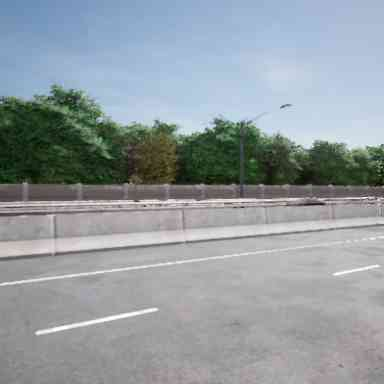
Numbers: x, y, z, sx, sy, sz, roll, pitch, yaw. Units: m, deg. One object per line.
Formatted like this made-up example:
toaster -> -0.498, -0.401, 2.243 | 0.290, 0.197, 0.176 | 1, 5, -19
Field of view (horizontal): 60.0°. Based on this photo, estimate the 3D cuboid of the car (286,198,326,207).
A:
car -> 12.463, 1.406, 36.450 | 5.008, 1.535, 1.882 | 0, 0, -30

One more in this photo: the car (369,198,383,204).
car -> 25.764, 1.449, 44.222 | 5.357, 1.411, 2.033 | 0, 0, -30
